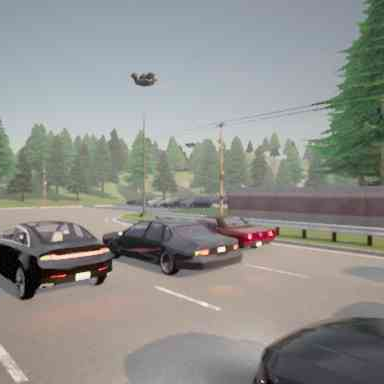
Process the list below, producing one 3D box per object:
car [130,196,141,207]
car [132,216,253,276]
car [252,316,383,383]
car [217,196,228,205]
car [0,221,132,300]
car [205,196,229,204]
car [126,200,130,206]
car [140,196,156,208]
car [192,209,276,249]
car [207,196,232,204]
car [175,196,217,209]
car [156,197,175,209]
[{"bbox_3d":[-6.472,1.473,51.175,4.902,1.511,2.128,0,0,-42],"label":"car"},{"bbox_3d":[-0.922,1.544,10.519,2.033,1.411,5.357,0,0,-42],"label":"car"},{"bbox_3d":[2.556,1.504,1.707,1.837,1.490,4.892,0,0,-42],"label":"car"},{"bbox_3d":[6.928,1.459,58.591,5.008,1.535,1.882,0,0,-42],"label":"car"},{"bbox_3d":[-3.840,1.488,8.533,2.128,1.511,4.902,0,0,-42],"label":"car"},{"bbox_3d":[5.033,1.484,66.251,4.892,1.490,1.837,0,0,-42],"label":"car"},{"bbox_3d":[-8.350,1.457,54.193,5.008,1.535,1.882,0,0,-42],"label":"car"},{"bbox_3d":[-4.671,1.508,48.083,4.674,1.442,1.812,0,0,-42],"label":"car"},{"bbox_3d":[0.935,1.596,13.690,1.895,1.301,4.718,0,0,-42],"label":"car"},{"bbox_3d":[5.151,1.486,61.689,4.892,1.490,1.837,1,0,-42],"label":"car"},{"bbox_3d":[0.564,1.337,43.379,4.553,1.767,2.097,0,0,-42],"label":"car"},{"bbox_3d":[-1.870,1.531,45.900,5.357,1.411,2.033,0,0,-42],"label":"car"}]
